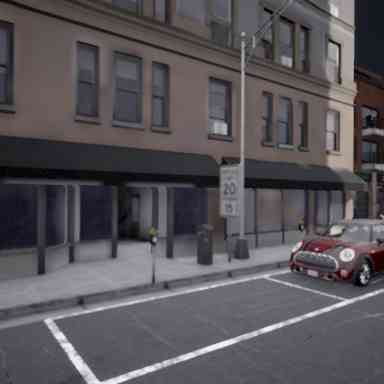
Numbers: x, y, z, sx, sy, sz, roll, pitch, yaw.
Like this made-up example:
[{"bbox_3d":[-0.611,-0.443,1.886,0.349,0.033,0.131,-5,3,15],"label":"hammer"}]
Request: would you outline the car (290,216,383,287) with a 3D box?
[{"bbox_3d":[4.651,1.525,9.501,4.097,1.590,1.967,1,0,-35],"label":"car"}]
